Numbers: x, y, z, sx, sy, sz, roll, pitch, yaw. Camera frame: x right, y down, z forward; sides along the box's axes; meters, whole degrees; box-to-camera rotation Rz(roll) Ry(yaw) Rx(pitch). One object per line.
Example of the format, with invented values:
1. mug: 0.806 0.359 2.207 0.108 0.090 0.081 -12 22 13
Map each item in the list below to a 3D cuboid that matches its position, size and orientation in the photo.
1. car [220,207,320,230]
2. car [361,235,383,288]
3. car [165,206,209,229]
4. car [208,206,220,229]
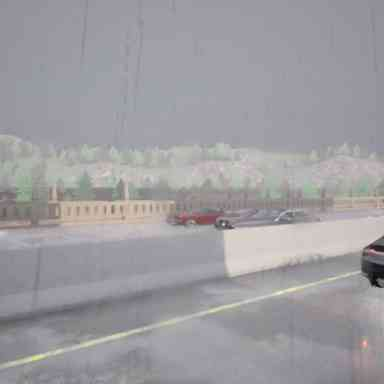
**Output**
1. car: 3.956 1.494 15.413 4.902 1.511 2.128 0 0 -35
2. car: 6.010 1.493 8.034 4.902 1.511 2.128 0 0 -35
3. car: 0.642 1.604 21.646 4.718 1.301 1.895 0 0 -35
4. car: 3.350 1.567 19.278 4.181 1.385 1.994 0 0 -35
